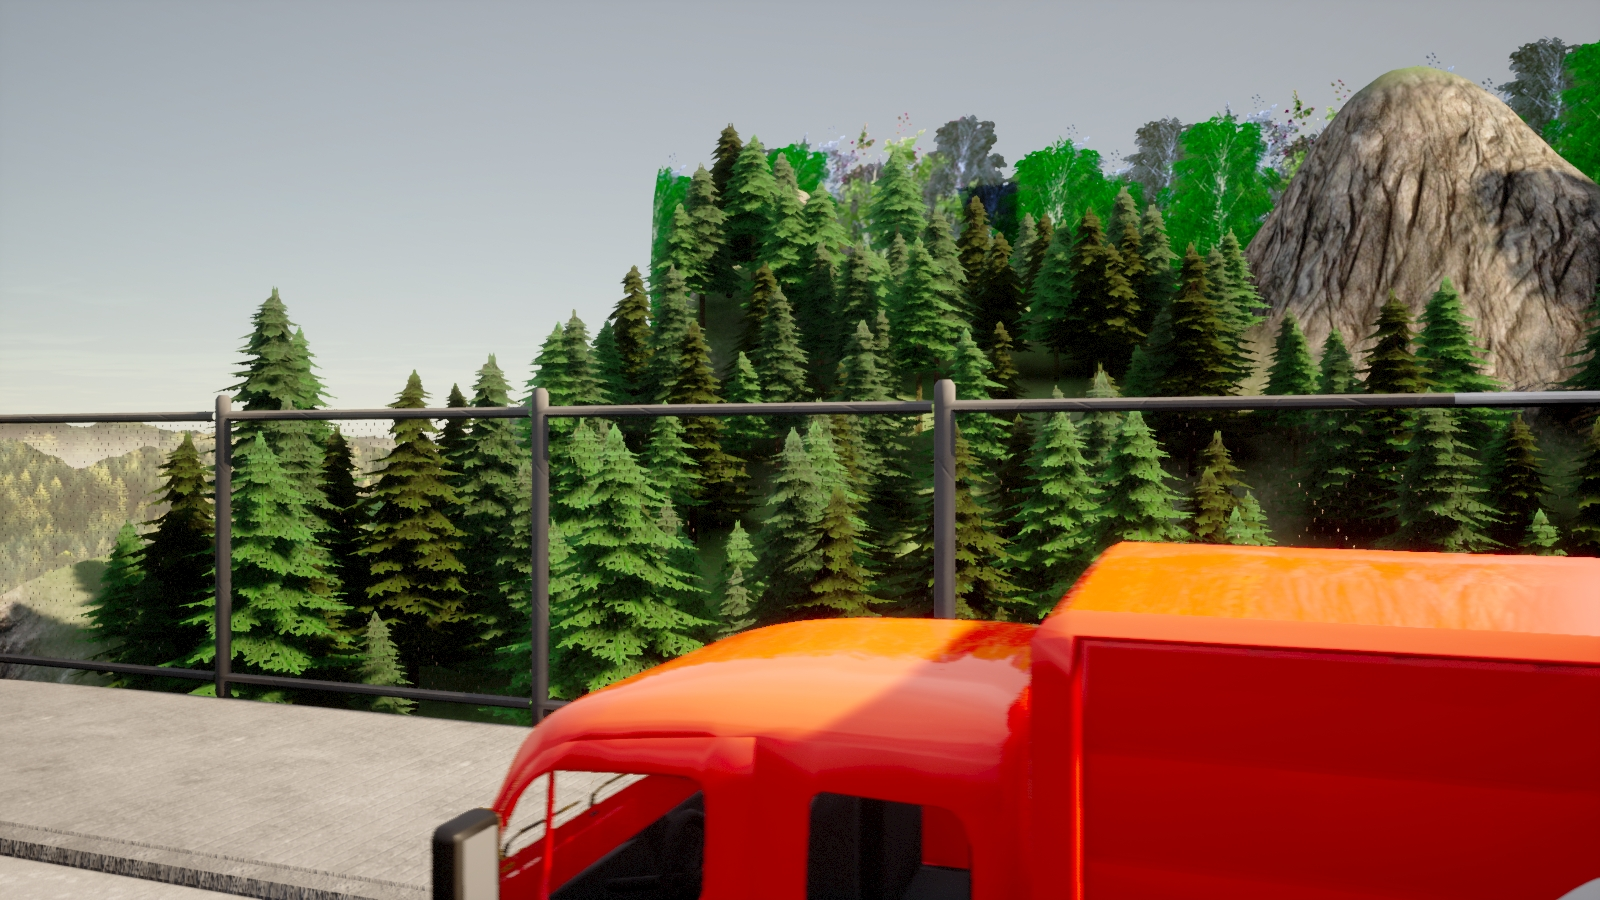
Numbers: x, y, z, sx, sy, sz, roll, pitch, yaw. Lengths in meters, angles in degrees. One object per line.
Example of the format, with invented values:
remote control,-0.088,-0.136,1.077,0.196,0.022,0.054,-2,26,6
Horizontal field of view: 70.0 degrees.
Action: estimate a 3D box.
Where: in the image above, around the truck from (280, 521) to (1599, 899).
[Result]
truck,1.593,1.568,3.242,5.204,2.467,2.627,0,0,19
